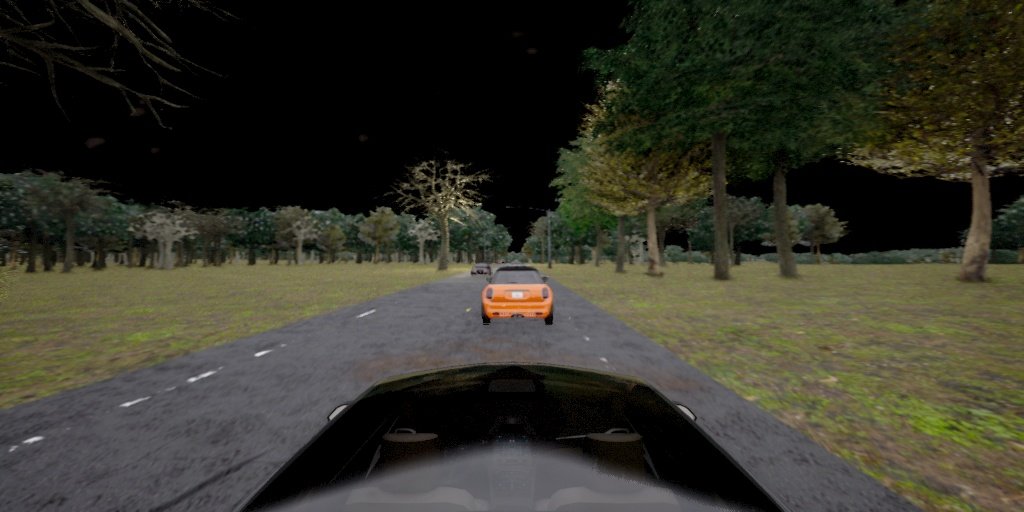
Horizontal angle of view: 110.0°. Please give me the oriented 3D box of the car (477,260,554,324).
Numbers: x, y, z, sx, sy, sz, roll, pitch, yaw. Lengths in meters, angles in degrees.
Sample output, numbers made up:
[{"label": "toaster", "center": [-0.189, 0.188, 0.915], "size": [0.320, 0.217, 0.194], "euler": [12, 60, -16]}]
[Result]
[{"label": "car", "center": [0.181, 1.114, 12.147], "size": [2.097, 1.767, 4.553], "euler": [0, 0, 1]}]

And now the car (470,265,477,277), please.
[{"label": "car", "center": [-3.137, 1.431, 37.654], "size": [1.994, 1.385, 4.181], "euler": [0, 0, 1]}]

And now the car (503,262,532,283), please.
[{"label": "car", "center": [0.434, 1.299, 29.296], "size": [2.128, 1.511, 4.902], "euler": [0, 0, 1]}]
